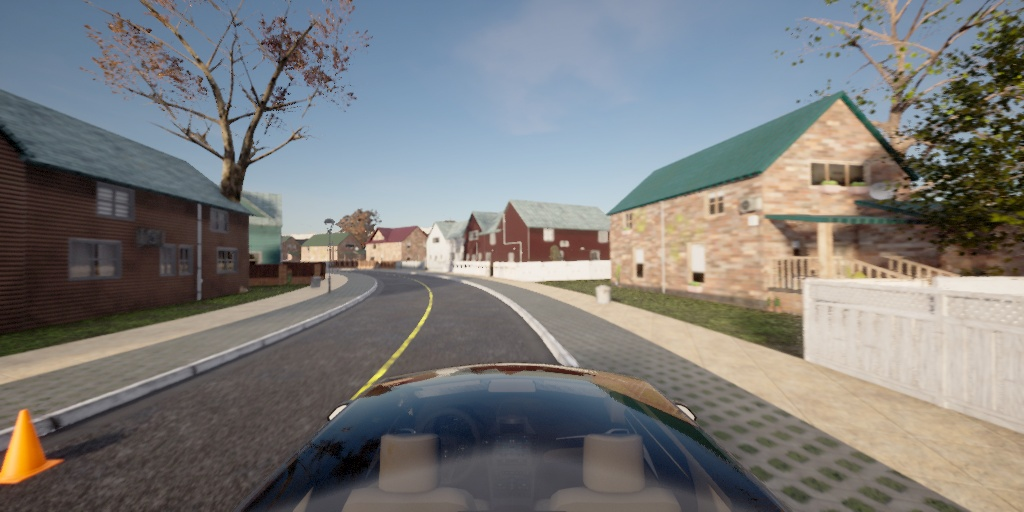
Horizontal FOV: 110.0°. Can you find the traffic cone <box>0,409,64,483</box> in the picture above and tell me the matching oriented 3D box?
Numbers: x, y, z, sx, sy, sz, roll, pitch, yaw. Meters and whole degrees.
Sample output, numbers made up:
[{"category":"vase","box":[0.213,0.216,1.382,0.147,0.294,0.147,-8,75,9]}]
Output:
[{"category":"traffic cone","box":[-4.608,1.748,3.391,0.340,0.580,0.340,0,0,-2]}]
